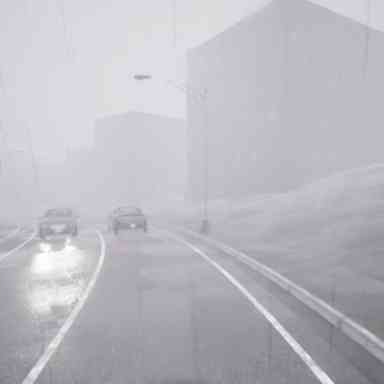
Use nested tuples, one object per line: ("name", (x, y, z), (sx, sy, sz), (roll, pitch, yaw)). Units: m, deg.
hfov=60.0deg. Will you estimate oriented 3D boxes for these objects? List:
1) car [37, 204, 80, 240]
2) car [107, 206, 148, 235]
("car", (-7.322, 1.655, 18.412), (2.128, 1.511, 4.902), (-1, -1, -21))
("car", (-3.914, 1.589, 19.827), (2.128, 1.511, 4.902), (-1, 0, -19))
